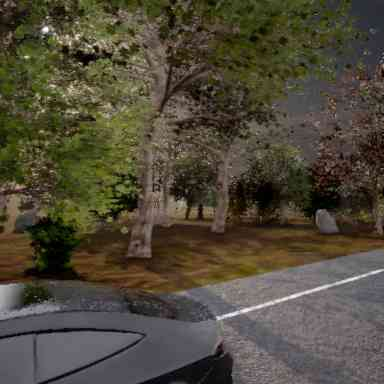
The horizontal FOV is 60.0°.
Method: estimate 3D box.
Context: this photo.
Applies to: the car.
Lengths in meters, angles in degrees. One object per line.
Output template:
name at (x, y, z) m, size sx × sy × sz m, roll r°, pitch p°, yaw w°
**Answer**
car at (-1.752, 1.531, 2.449) m, size 4.674 × 1.442 × 1.812 m, roll 0°, pitch 0°, yaw -35°
